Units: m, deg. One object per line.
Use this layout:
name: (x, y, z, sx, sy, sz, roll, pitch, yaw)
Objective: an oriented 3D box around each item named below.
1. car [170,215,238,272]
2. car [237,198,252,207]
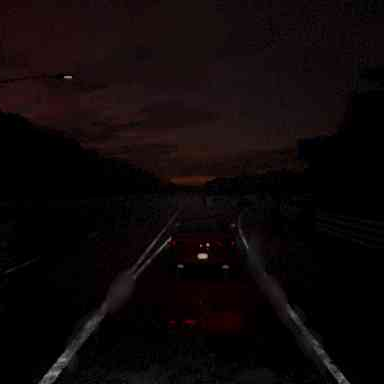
car: (0.429, 1.494, 10.984, 1.882, 1.535, 5.008, 0, 0, 4)
car: (8.671, 1.648, 54.919, 2.033, 1.411, 5.357, 0, 0, 18)
